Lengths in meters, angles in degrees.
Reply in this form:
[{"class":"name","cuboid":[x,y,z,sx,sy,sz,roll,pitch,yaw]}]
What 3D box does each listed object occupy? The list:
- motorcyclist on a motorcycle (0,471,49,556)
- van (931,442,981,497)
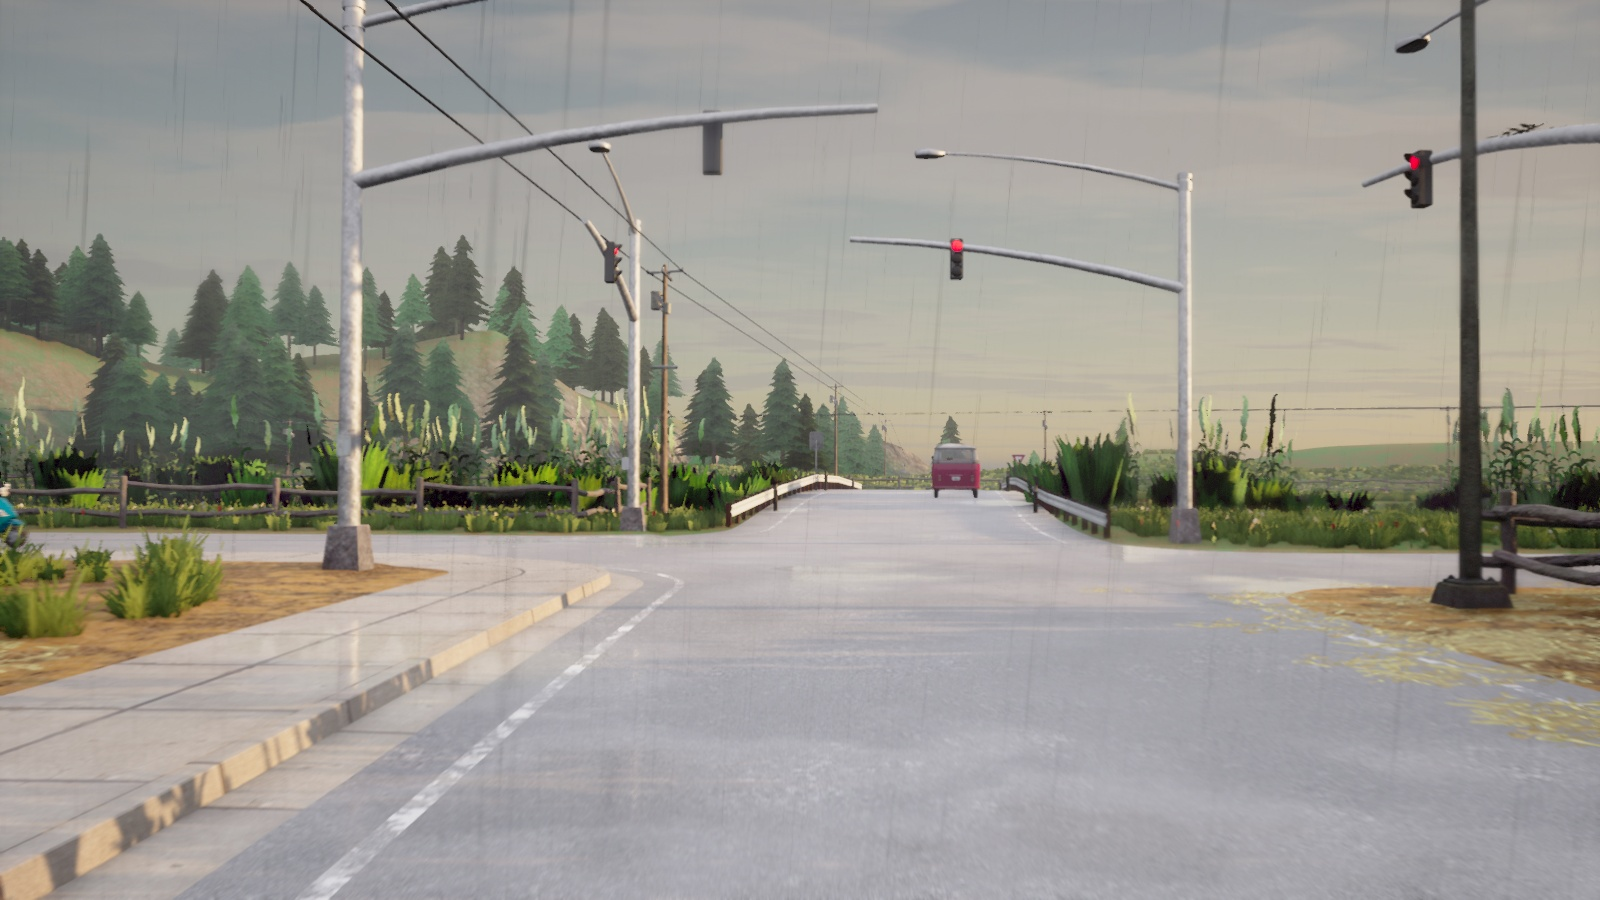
[{"class":"motorcyclist on a motorcycle","cuboid":[-15.491,1.196,23.967,1.817,1.590,0.866,0,-1,3]},{"class":"van","cuboid":[5.934,0.708,47.995,1.775,1.987,4.442,0,0,7]}]
